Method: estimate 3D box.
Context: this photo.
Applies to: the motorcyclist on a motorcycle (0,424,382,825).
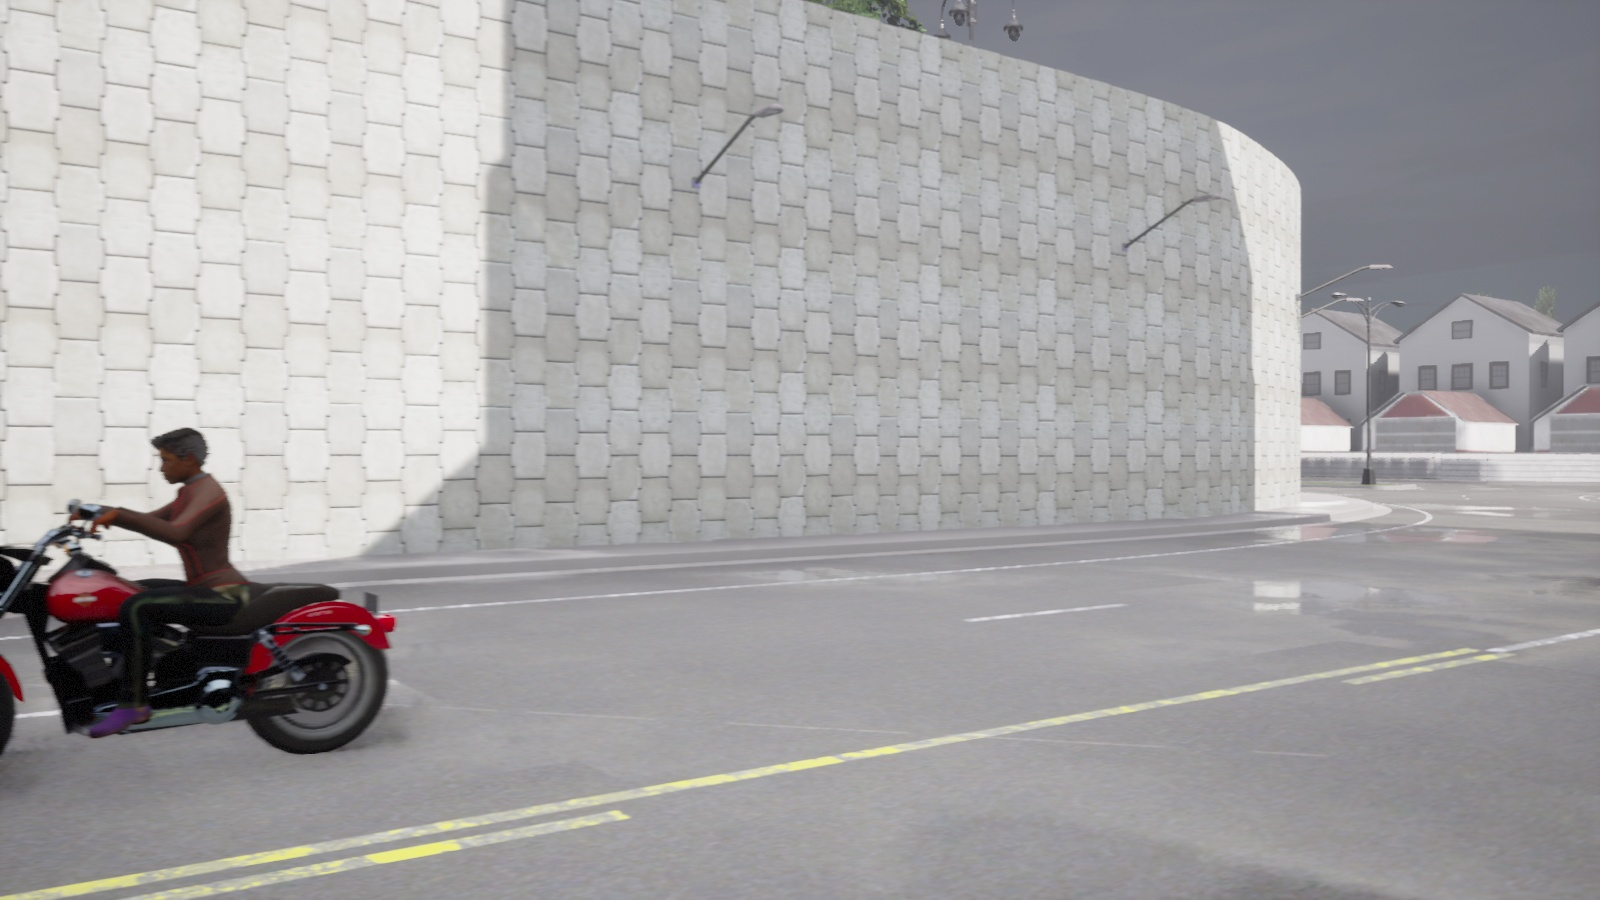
[{"bbox_3d":[-3.197,0.716,5.689,2.350,1.649,0.766,0,0,-35],"label":"motorcyclist on a motorcycle"}]
